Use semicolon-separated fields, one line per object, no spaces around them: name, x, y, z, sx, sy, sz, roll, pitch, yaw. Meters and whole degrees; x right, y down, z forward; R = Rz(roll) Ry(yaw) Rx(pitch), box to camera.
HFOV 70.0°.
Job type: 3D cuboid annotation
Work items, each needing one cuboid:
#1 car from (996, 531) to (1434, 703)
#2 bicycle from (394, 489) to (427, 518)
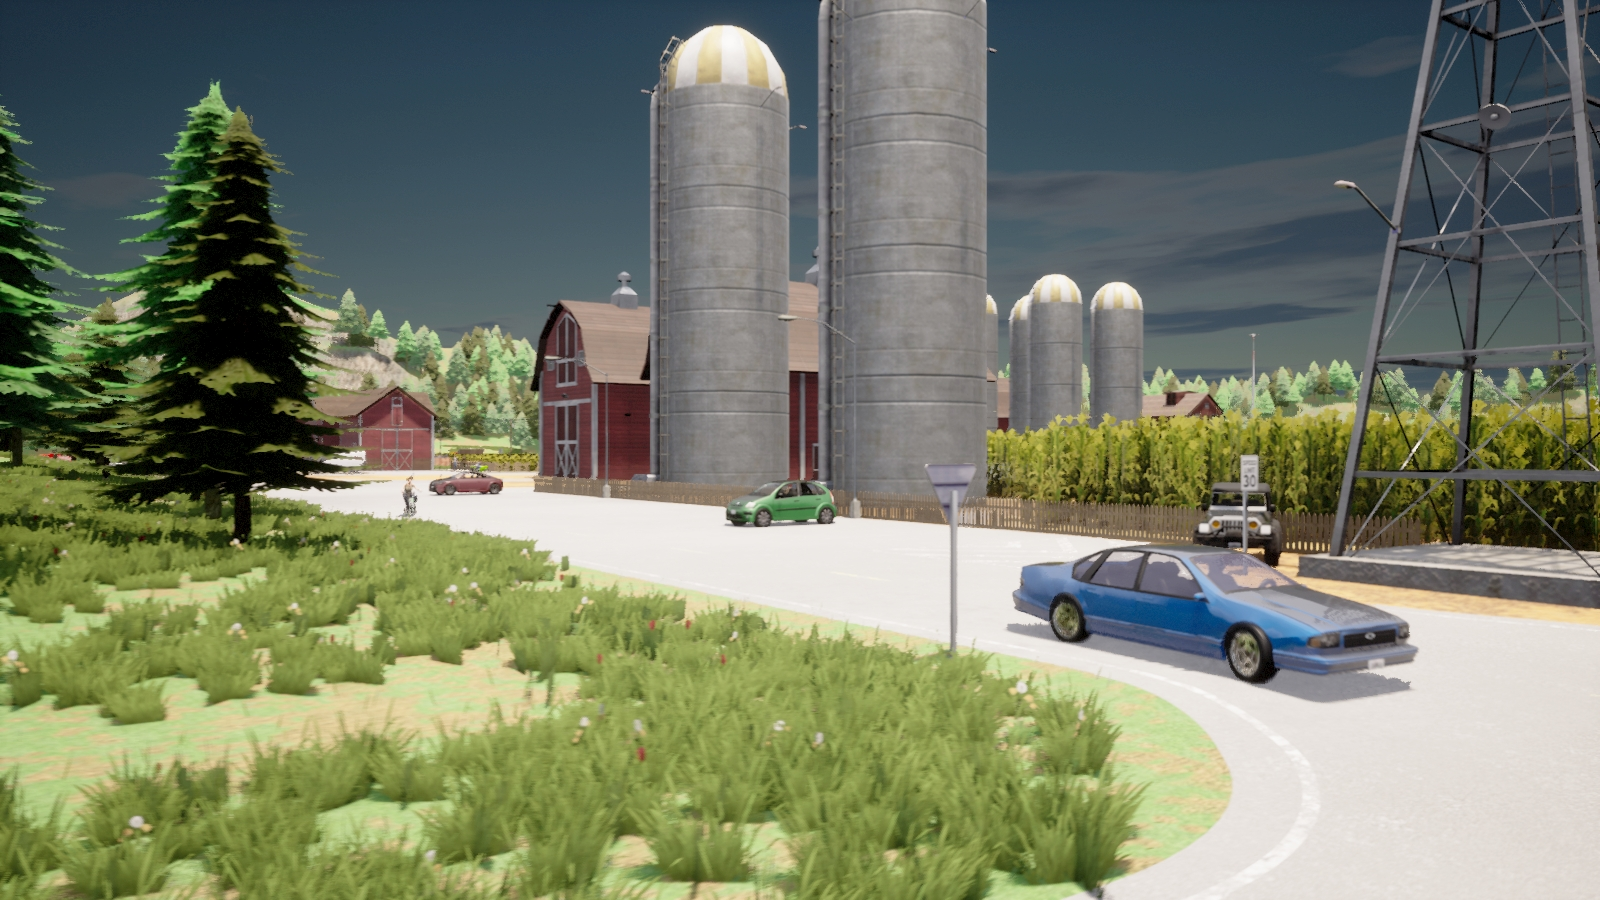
car;5.092;1.974;14.993;2.033;1.411;5.357;0;0;-29
bicycle;-15.492;2.116;45.405;0.859;1.080;1.487;0;0;-34
